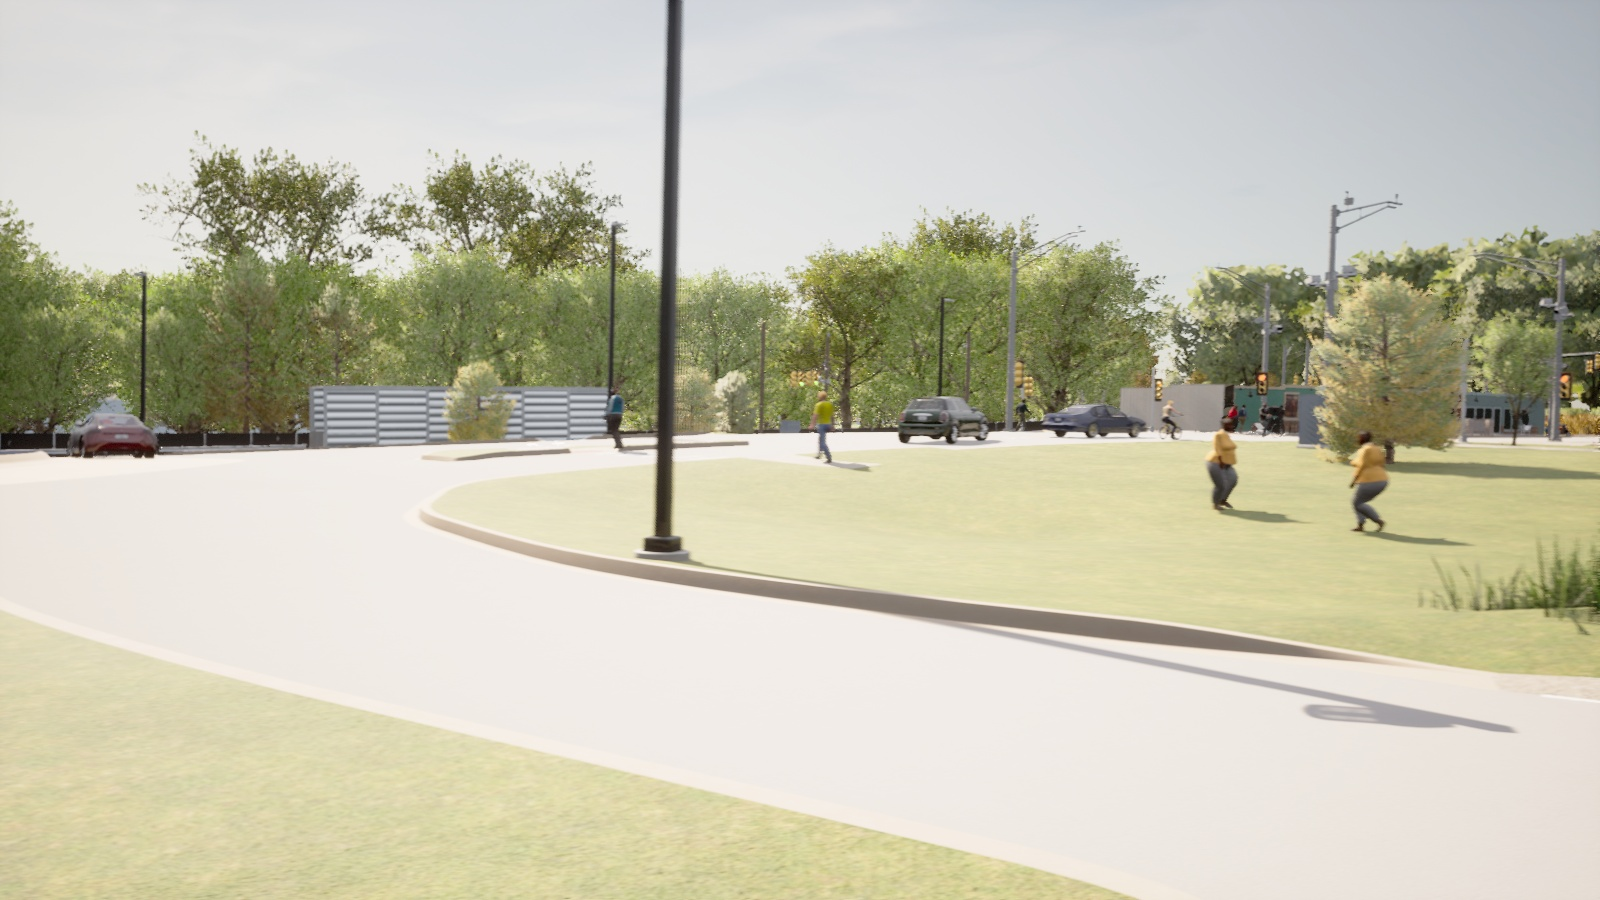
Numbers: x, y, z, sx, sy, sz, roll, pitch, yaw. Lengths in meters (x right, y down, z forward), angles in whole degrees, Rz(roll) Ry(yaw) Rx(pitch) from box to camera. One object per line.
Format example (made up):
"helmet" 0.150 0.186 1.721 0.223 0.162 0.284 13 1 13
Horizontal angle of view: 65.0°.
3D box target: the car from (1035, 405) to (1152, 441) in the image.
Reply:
"car" 12.464 -1.142 53.159 5.357 1.411 2.033 -1 3 -40

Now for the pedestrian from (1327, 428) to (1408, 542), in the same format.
"pedestrian" 9.638 0.581 21.341 0.874 1.855 0.900 1 2 -40

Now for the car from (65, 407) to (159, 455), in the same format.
"car" -21.212 -0.570 38.648 1.994 1.385 4.181 1 0 -36

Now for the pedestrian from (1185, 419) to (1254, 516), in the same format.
"pedestrian" 8.283 0.332 24.791 0.874 1.855 0.900 1 2 -40

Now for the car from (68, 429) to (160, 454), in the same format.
"car" -42.380 -0.546 77.605 4.892 1.490 1.837 -1 3 -32

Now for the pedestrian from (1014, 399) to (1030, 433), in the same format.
"pedestrian" 12.088 -1.854 68.333 0.726 1.835 0.370 1 2 -35

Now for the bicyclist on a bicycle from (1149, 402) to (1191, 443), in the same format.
"bicyclist on a bicycle" 15.083 -1.125 51.209 1.509 1.612 0.866 0 3 -38

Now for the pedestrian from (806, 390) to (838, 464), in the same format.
"pedestrian" 0.560 -0.594 31.673 0.354 1.836 0.706 0 2 -41

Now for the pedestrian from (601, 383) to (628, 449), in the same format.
"pedestrian" -5.489 -0.997 37.175 0.692 1.930 0.396 3 2 42

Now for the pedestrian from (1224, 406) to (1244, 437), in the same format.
"pedestrian" 25.855 -1.691 74.812 0.634 1.844 0.899 1 2 -36

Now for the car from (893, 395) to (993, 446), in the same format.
"car" 5.316 -1.137 46.211 2.097 1.767 4.553 2 3 28

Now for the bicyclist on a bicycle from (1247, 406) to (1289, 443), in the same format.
"bicyclist on a bicycle" 23.168 -1.291 62.199 0.659 1.776 1.843 1 2 -33
